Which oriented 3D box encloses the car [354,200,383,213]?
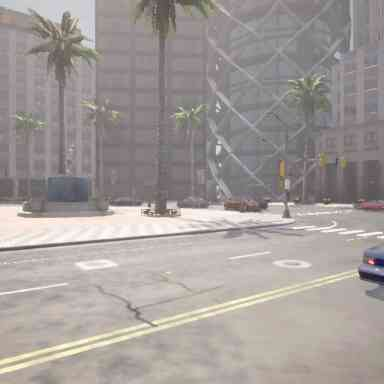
[{"bbox_3d":[20.766,1.564,37.806,1.994,1.385,4.181,0,0,-35],"label":"car"}]

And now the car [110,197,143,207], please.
[{"bbox_3d":[-9.999,1.601,50.889,4.718,1.301,1.895,0,0,14],"label":"car"}]

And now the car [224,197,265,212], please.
[{"bbox_3d":[5.940,1.352,39.669,2.097,1.767,4.553,0,0,-39],"label":"car"}]

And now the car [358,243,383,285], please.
[{"bbox_3d":[6.251,1.547,8.230,5.357,1.411,2.033,0,0,-35],"label":"car"}]

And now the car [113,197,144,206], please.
[{"bbox_3d":[-10.398,1.526,54.496,4.674,1.442,1.812,0,0,13],"label":"car"}]

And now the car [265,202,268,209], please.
[{"bbox_3d":[7.585,1.478,43.233,1.882,1.535,5.008,0,0,-41],"label":"car"}]

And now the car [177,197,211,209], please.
[{"bbox_3d":[-0.065,1.564,45.852,4.181,1.385,1.994,0,0,35],"label":"car"}]
